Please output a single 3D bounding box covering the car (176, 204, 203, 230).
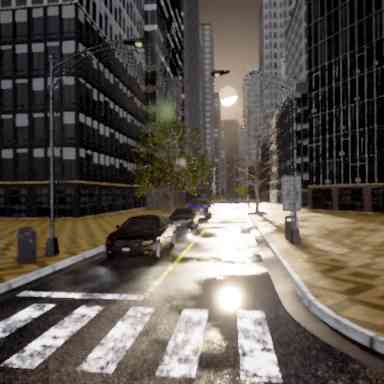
[{"bbox_3d":[-0.578,1.849,23.731,1.812,1.442,4.674,-1,-1,7],"label":"car"}]

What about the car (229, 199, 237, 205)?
[{"bbox_3d":[11.312,2.670,91.388,1.882,1.535,5.008,-1,-1,7],"label":"car"}]

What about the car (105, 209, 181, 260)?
[{"bbox_3d":[-1.898,1.677,13.598,1.882,1.535,5.008,-1,-1,7],"label":"car"}]

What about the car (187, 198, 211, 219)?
[{"bbox_3d":[0.794,1.677,34.304,2.150,2.045,5.566,-1,-1,7],"label":"car"}]
